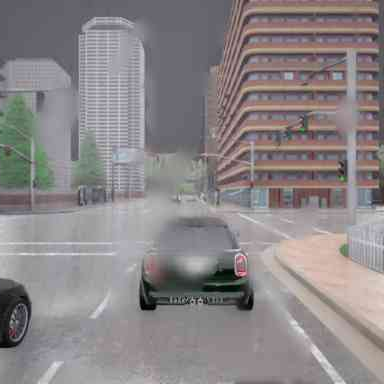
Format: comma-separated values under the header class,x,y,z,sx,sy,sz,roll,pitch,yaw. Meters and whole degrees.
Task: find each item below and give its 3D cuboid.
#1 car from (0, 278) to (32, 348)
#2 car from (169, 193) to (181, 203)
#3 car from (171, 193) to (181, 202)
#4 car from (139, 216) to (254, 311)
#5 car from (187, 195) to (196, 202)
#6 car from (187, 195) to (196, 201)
class,x,y,z,sx,sy,sz,roll,pitch,yaw
car,-3.431,1.526,3.317,1.812,1.442,4.674,0,0,0
car,-3.525,1.490,66.085,2.128,1.511,4.902,0,0,0
car,-3.643,1.217,76.086,2.150,2.045,5.566,0,0,0
car,0.098,1.352,7.936,2.097,1.767,4.553,0,0,1
car,-0.144,1.517,76.344,1.812,1.442,4.674,0,0,0
car,-0.161,1.504,85.343,2.128,1.511,4.902,0,0,0
